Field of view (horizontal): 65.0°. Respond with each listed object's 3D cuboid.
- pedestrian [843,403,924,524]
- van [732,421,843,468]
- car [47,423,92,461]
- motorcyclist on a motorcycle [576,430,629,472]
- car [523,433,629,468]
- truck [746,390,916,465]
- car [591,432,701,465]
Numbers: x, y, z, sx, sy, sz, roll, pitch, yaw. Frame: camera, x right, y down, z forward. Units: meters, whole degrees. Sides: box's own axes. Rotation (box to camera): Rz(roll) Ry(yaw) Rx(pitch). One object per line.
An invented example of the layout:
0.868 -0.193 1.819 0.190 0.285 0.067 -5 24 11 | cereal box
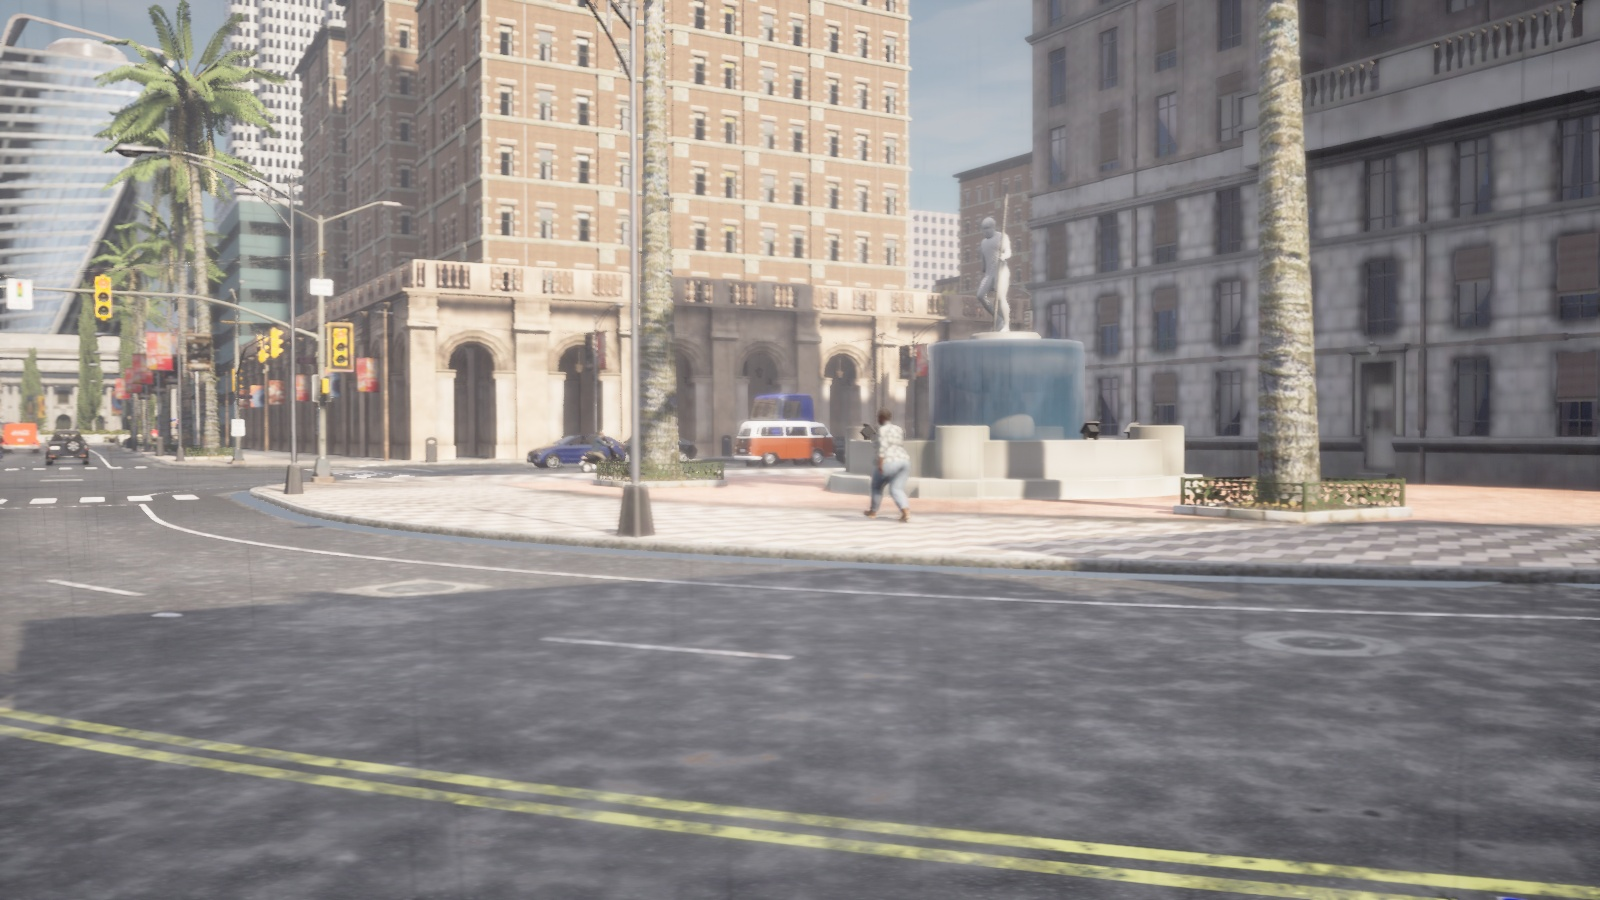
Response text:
1.308 0.196 19.751 0.874 1.855 0.900 0 1 -38 | pedestrian
-0.548 -0.278 55.969 4.480 2.038 2.069 -1 1 -31 | van
-37.898 -0.457 65.224 1.932 1.855 4.605 0 2 -29 | car
-7.542 0.041 48.045 1.817 1.590 0.866 0 1 -30 | motorcyclist on a motorcycle
-9.761 -0.007 54.778 4.193 1.474 1.816 0 1 -29 | car
1.567 -1.051 61.208 7.936 3.462 2.891 0 1 -30 | truck
-7.359 -0.086 60.167 4.892 1.490 1.837 0 1 -29 | car
